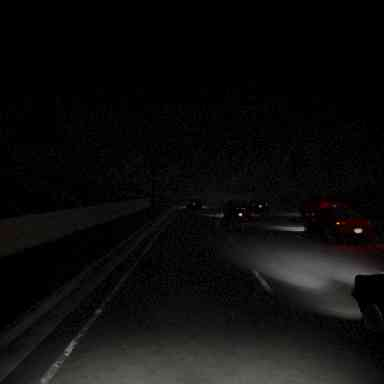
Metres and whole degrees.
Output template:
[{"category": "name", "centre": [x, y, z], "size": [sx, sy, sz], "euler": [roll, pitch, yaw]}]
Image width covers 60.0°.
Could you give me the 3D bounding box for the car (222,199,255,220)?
[{"category": "car", "centre": [3.616, 1.437, 27.234], "size": [1.837, 1.490, 4.892], "euler": [0, 0, 0]}]

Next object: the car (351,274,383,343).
[{"category": "car", "centre": [3.602, 1.592, 3.454], "size": [1.895, 1.301, 4.718], "euler": [0, 0, 0]}]

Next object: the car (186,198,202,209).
[{"category": "car", "centre": [0.307, 1.458, 42.440], "size": [1.994, 1.385, 4.181], "euler": [0, 0, 1]}]

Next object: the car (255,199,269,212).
[{"category": "car", "centre": [7.180, 1.472, 36.915], "size": [1.994, 1.385, 4.181], "euler": [0, 0, 1]}]

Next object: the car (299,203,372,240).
[{"category": "car", "centre": [7.110, 1.484, 16.534], "size": [1.812, 1.442, 4.674], "euler": [0, 0, 0]}]

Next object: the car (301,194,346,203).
[{"category": "car", "centre": [10.605, 1.153, 27.260], "size": [2.150, 2.045, 5.566], "euler": [0, 0, 0]}]
